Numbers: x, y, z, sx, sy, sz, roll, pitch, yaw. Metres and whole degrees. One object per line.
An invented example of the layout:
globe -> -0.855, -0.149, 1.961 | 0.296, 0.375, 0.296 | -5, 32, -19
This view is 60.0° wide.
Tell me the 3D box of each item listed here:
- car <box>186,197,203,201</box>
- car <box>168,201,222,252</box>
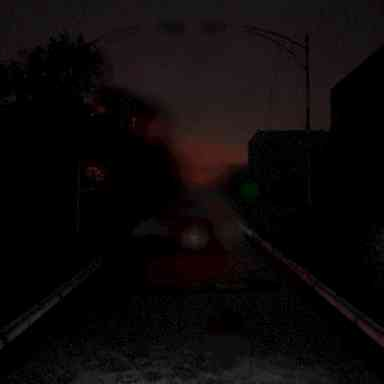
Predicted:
car -> 0.200, 1.201, 27.975 | 1.837, 1.490, 4.892 | 0, 1, 1
car -> 0.118, 1.355, 13.393 | 1.882, 1.535, 5.008 | 0, 1, 1
